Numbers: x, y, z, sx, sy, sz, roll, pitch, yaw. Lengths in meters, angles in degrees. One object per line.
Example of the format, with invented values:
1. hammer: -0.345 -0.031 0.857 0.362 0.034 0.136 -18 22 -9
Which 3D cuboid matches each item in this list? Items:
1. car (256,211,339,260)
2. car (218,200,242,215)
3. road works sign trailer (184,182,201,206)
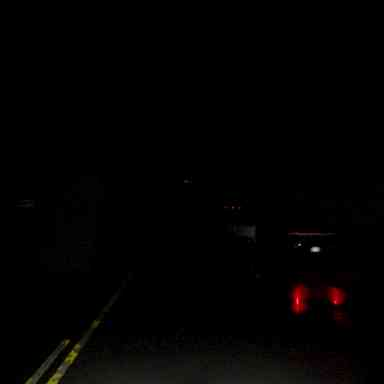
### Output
1. car: 3.604 1.449 12.127 2.128 1.511 4.902 0 0 0
2. car: 3.611 1.436 31.850 2.033 1.411 5.357 0 0 0
3. road works sign trailer: 0.017 0.287 50.741 2.380 3.560 2.880 0 0 0
